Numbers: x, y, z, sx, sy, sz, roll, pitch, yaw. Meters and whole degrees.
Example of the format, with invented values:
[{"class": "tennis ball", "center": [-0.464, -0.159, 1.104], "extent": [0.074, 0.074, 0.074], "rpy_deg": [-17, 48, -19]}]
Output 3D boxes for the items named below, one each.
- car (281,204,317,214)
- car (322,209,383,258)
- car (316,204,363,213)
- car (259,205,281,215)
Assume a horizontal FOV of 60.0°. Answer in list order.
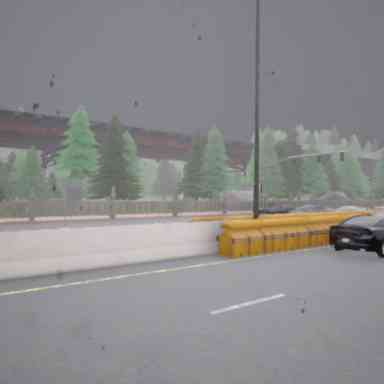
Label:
[{"class": "car", "center": [10.114, 1.780, 28.313], "extent": [4.892, 1.490, 1.837], "rpy_deg": [1, -1, -35]}, {"class": "car", "center": [7.646, 1.633, 13.597], "extent": [5.008, 1.535, 1.882], "rpy_deg": [0, 0, -35]}, {"class": "car", "center": [11.819, 1.793, 25.235], "extent": [4.674, 1.442, 1.812], "rpy_deg": [1, -1, -35]}, {"class": "car", "center": [8.280, 1.876, 31.301], "extent": [4.718, 1.301, 1.895], "rpy_deg": [1, 0, -35]}]
